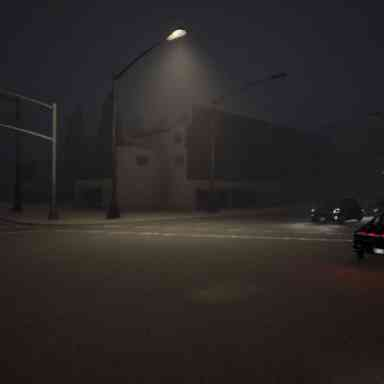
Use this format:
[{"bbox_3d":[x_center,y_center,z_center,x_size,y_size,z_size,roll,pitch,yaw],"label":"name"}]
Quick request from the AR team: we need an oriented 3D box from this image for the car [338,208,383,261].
[{"bbox_3d":[7.088,1.454,11.024,4.902,1.511,2.128,0,1,-42],"label":"car"}]

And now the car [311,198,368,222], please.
[{"bbox_3d":[10.390,1.217,23.739,4.553,1.767,2.097,0,1,-42],"label":"car"}]

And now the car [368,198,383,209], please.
[{"bbox_3d":[17.636,1.293,30.308,4.902,1.511,2.128,-1,1,-42],"label":"car"}]
